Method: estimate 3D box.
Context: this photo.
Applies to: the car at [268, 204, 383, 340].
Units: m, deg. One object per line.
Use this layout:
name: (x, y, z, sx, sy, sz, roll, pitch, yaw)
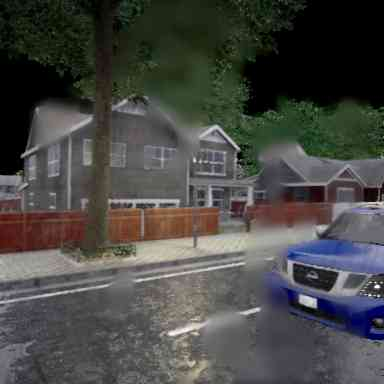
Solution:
car: (3.972, 1.274, 6.507, 5.566, 2.045, 2.150, 0, 0, -35)
